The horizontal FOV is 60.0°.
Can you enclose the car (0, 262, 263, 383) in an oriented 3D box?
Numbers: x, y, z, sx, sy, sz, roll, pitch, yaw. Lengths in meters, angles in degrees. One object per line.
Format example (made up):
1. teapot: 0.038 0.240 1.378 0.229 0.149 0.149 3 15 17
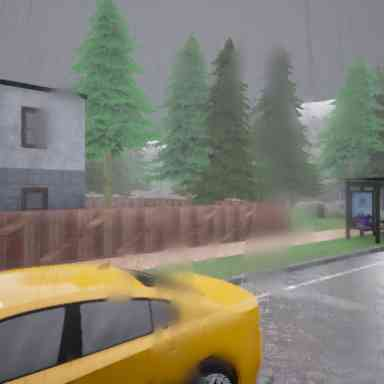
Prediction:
1. car: -1.546 1.477 2.856 5.008 1.535 1.882 0 0 -37
